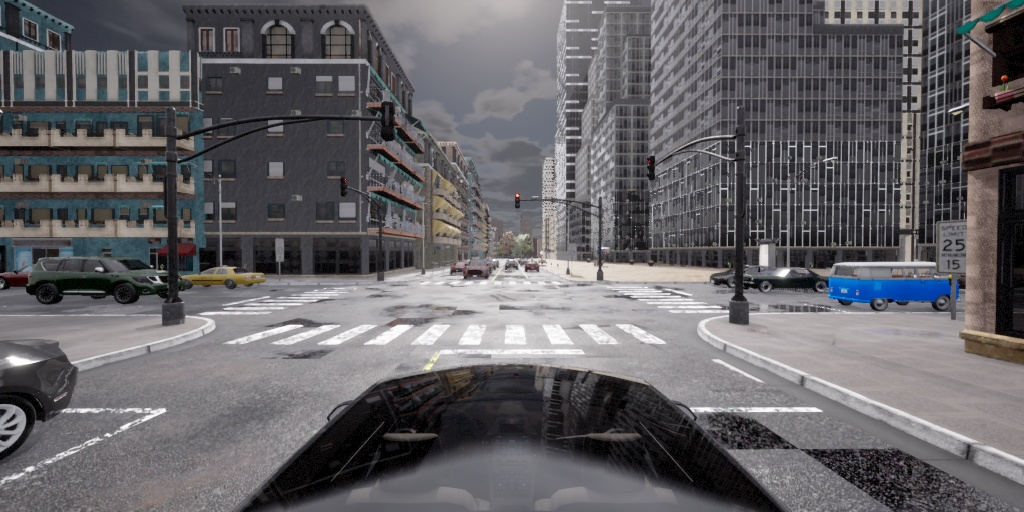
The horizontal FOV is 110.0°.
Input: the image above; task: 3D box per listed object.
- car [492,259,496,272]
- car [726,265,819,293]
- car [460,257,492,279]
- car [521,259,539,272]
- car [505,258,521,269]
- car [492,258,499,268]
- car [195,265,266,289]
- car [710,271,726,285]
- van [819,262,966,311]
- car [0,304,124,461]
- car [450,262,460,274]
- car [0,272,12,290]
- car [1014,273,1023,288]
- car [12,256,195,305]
[{"bbox_3d":[-3.214,1.345,41.501,1.895,1.301,4.718,0,0,0],"label":"car"},{"bbox_3d":[14.804,1.290,19.621,4.718,1.301,1.895,0,1,0],"label":"car"},{"bbox_3d":[-3.165,1.097,32.472,2.097,1.767,4.553,0,0,-1],"label":"car"},{"bbox_3d":[2.527,1.289,45.920,1.888,1.381,4.507,0,0,0],"label":"car"},{"bbox_3d":[-0.056,1.346,54.846,1.895,1.301,4.718,0,0,0],"label":"car"},{"bbox_3d":[-3.241,1.346,51.564,1.895,1.301,4.718,0,0,0],"label":"car"},{"bbox_3d":[-17.941,1.246,22.069,4.829,1.417,1.751,0,0,0],"label":"car"},{"bbox_3d":[14.617,1.216,22.220,4.313,1.339,1.948,0,0,0],"label":"car"},{"bbox_3d":[14.656,1.117,13.840,3.998,1.789,1.690,0,0,0],"label":"van"},{"bbox_3d":[-5.690,1.300,2.123,2.007,1.370,4.403,0,0,0],"label":"car"},{"bbox_3d":[-5.803,1.289,40.189,1.888,1.381,4.507,0,0,0],"label":"car"},{"bbox_3d":[-28.839,1.189,22.019,4.097,1.591,1.967,0,0,0],"label":"car"},{"bbox_3d":[24.592,1.218,19.663,5.357,1.411,2.033,0,1,0],"label":"car"},{"bbox_3d":[-18.258,1.031,16.260,5.566,2.045,2.150,0,1,0],"label":"car"}]
